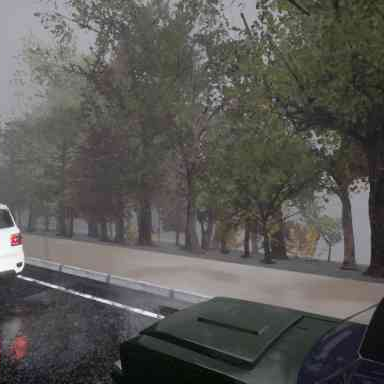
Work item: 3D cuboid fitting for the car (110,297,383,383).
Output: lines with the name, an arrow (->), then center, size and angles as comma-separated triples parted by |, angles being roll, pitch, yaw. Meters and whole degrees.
car -> 1.564, 1.601, 2.568 | 4.718, 1.301, 1.895 | 0, 0, 36

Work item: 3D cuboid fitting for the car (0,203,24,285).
car -> -6.422, 1.222, 8.281 | 5.566, 2.045, 2.150 | 0, 0, 35
